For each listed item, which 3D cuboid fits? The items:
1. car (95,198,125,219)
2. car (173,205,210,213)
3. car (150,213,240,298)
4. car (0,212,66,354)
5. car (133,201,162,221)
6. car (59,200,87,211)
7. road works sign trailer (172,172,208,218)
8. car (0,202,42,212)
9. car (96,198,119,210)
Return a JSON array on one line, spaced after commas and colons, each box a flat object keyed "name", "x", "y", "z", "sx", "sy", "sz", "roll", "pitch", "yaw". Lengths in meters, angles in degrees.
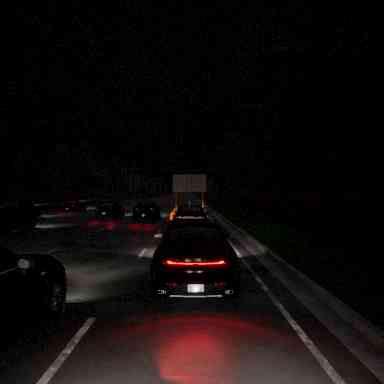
[{"name": "car", "x": -7.107, "y": 1.526, "z": 29.042, "sx": 1.812, "sy": 1.442, "sz": 4.674, "roll": 0, "pitch": 0, "yaw": -1}, {"name": "car", "x": -0.051, "y": 1.488, "z": 18.870, "sx": 2.128, "sy": 1.511, "sz": 4.902, "roll": 0, "pitch": 0, "yaw": 1}, {"name": "car", "x": 0.053, "y": 1.505, "z": 8.482, "sx": 1.837, "sy": 1.490, "sz": 4.892, "roll": 0, "pitch": 0, "yaw": 0}, {"name": "car", "x": -3.420, "y": 1.353, "z": 4.471, "sx": 2.097, "sy": 1.767, "sz": 4.553, "roll": 0, "pitch": 0, "yaw": 0}, {"name": "car", "x": -3.589, "y": 1.492, "z": 27.011, "sx": 2.128, "sy": 1.511, "sz": 4.902, "roll": 0, "pitch": 0, "yaw": 0}, {"name": "car", "x": -14.196, "y": 1.601, "z": 39.983, "sx": 1.895, "sy": 1.301, "sz": 4.718, "roll": 0, "pitch": 0, "yaw": 0}, {"name": "road works sign trailer", "x": -0.170, "y": 0.464, "z": 22.740, "sx": 2.380, "sy": 3.560, "sz": 2.880, "roll": 0, "pitch": 0, "yaw": -3}, {"name": "car", "x": -10.522, "y": 1.526, "z": 18.635, "sx": 1.812, "sy": 1.442, "sz": 4.674, "roll": 0, "pitch": 0, "yaw": 0}, {"name": "car", "x": -10.716, "y": 1.526, "z": 42.575, "sx": 1.812, "sy": 1.442, "sz": 4.674, "roll": 0, "pitch": 0, "yaw": -1}]
